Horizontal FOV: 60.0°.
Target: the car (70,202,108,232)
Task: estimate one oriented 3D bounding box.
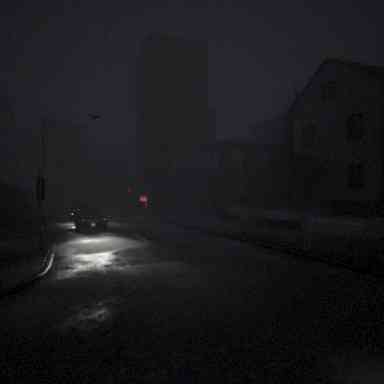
[{"bbox_3d":[-6.685,1.681,21.849,2.128,1.511,4.902,-1,0,-21],"label":"car"}]

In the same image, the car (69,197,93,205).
[{"bbox_3d":[-10.410,1.501,31.659,2.150,2.045,5.566,-1,0,-20],"label":"car"}]
